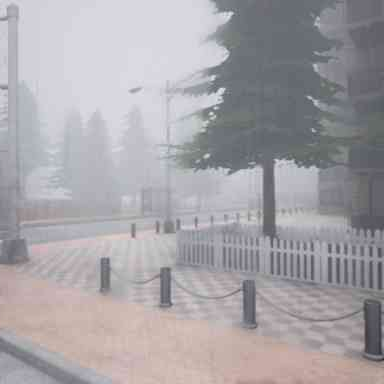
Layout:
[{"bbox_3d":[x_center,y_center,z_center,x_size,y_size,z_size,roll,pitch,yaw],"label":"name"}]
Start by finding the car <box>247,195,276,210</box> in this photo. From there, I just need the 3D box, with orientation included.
[{"bbox_3d":[9.725,1.416,45.991,2.150,2.045,5.566,-1,-1,37],"label":"car"}]

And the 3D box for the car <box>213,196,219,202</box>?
[{"bbox_3d":[6.830,1.606,81.886,1.905,1.878,3.866,-1,0,36],"label":"car"}]

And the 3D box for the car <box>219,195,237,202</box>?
[{"bbox_3d":[9.094,1.577,80.727,1.932,1.855,4.605,-1,0,36],"label":"car"}]
